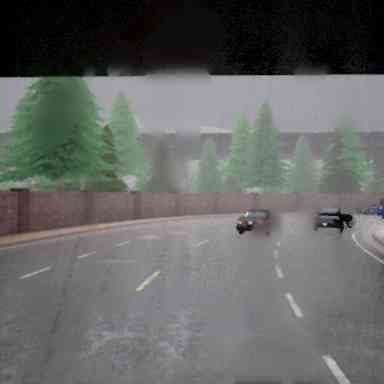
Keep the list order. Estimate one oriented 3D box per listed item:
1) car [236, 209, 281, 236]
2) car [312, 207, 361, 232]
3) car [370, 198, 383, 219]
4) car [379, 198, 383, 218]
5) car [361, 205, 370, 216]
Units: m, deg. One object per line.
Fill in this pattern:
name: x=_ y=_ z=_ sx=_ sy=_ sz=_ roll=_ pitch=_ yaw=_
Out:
car: x=4.188 y=1.773 z=20.380 sx=2.033 sy=1.411 sz=5.357 roll=0 pitch=-1 yaw=23
car: x=9.394 y=1.736 z=21.938 sx=2.128 sy=1.511 sz=4.902 roll=-1 pitch=-1 yaw=36
car: x=19.557 y=1.555 z=29.848 sx=5.566 sy=2.045 sz=2.150 roll=0 pitch=-1 yaw=-2
car: x=22.203 y=1.595 z=33.537 sx=5.566 sy=2.045 sz=2.150 roll=0 pitch=-1 yaw=-1
car: x=20.966 y=1.917 z=36.996 sx=4.892 sy=1.490 sz=1.837 roll=0 pitch=-1 yaw=-2
